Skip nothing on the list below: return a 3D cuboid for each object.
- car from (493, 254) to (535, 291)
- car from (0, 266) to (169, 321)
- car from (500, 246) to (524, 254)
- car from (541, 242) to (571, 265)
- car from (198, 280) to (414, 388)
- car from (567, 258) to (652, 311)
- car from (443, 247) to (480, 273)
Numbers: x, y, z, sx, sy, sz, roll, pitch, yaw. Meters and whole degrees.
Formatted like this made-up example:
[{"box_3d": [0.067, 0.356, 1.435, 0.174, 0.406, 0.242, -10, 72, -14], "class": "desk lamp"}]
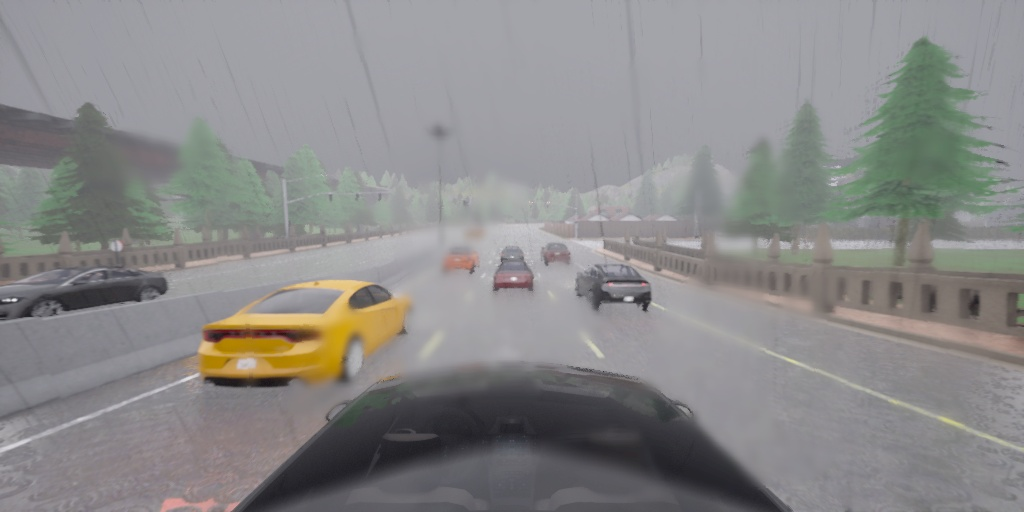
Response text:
[{"box_3d": [0.084, 0.865, 18.007, 1.994, 1.385, 4.181, 0, 4, 0], "class": "car"}, {"box_3d": [-14.001, 1.104, 11.583, 2.128, 1.511, 4.902, 0, 2, 0], "class": "car"}, {"box_3d": [0.028, -0.150, 29.753, 1.994, 1.385, 4.181, 0, 6, 0], "class": "car"}, {"box_3d": [3.532, -0.327, 29.406, 2.097, 1.767, 4.553, 0, 6, 0], "class": "car"}, {"box_3d": [-3.400, 1.200, 7.083, 1.882, 1.535, 5.008, 0, 1, 0], "class": "car"}, {"box_3d": [3.593, 1.027, 13.419, 2.128, 1.511, 4.902, 0, 2, 0], "class": "car"}, {"box_3d": [-3.447, 0.100, 25.182, 2.097, 1.767, 4.553, 0, 5, 0], "class": "car"}]
